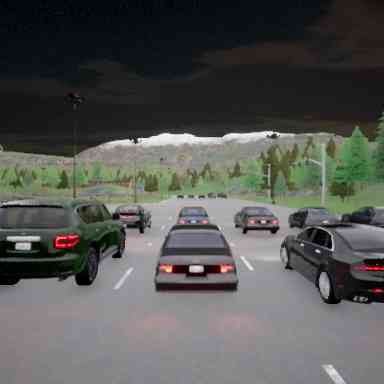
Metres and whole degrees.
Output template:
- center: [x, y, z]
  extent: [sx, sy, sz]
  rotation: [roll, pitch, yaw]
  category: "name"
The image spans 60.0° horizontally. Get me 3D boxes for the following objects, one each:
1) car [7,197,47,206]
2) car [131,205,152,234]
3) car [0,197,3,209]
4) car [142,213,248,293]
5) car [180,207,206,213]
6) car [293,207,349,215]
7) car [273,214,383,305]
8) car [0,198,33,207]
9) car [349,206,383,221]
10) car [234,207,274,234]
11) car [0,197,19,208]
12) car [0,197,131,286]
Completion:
- center: [-26.433, 1.519, 53.467]
  extent: [5.357, 1.411, 2.033]
  rotation: [0, 0, 0]
  category: "car"
- center: [-3.446, 1.481, 19.199]
  extent: [2.128, 1.511, 4.902]
  rotation: [0, 0, 0]
  category: "car"
- center: [-27.419, 1.469, 42.949]
  extent: [4.902, 1.511, 2.128]
  rotation: [0, 0, 0]
  category: "car"
- center: [0.080, 1.543, 8.962]
  extent: [2.033, 1.411, 5.357]
  rotation: [0, 0, 0]
  category: "car"
- center: [0.059, 1.537, 19.028]
  extent: [2.033, 1.411, 5.357]
  rotation: [0, 0, 0]
  category: "car"
- center: [7.053, 1.554, 19.424]
  extent: [1.994, 1.385, 4.181]
  rotation: [0, 0, 0]
  category: "car"
- center: [3.563, 1.500, 8.045]
  extent: [1.837, 1.490, 4.892]
  rotation: [0, 0, 0]
  category: "car"
- center: [-26.509, 1.537, 49.963]
  extent: [4.181, 1.385, 1.994]
  rotation: [0, 0, 0]
  category: "car"
- center: [10.555, 1.537, 19.167]
  extent: [2.033, 1.411, 5.357]
  rotation: [0, 0, 0]
  category: "car"
- center: [3.553, 1.537, 19.008]
  extent: [2.033, 1.411, 5.357]
  rotation: [0, 0, 0]
  category: "car"
- center: [-27.086, 1.481, 46.455]
  extent: [4.892, 1.490, 1.837]
  rotation: [0, 0, 0]
  category: "car"
- center: [-3.424, 1.214, 9.455]
  extent: [2.150, 2.045, 5.566]
  rotation: [0, 0, 0]
  category: "car"
